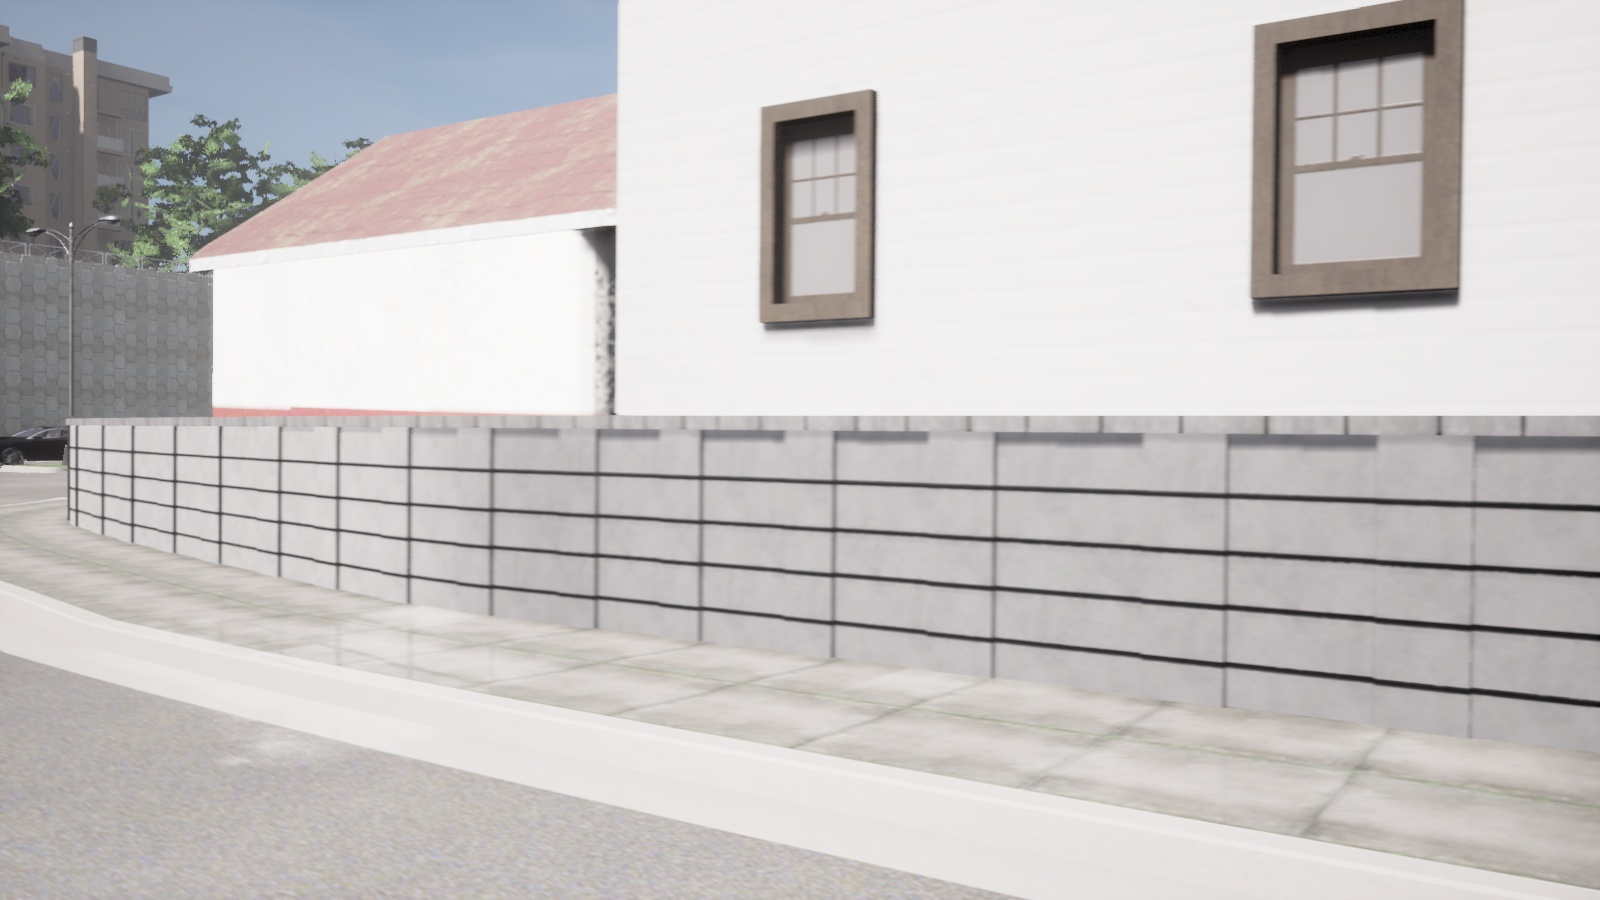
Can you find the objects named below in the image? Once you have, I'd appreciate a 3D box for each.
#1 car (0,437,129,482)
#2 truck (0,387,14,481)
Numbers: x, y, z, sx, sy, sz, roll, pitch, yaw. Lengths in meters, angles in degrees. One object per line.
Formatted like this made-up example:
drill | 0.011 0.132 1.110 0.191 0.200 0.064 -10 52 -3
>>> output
car | -27.415 0.322 45.616 2.128 1.511 4.902 0 1 36
truck | -32.961 -0.555 44.695 2.891 3.462 7.936 0 1 44
